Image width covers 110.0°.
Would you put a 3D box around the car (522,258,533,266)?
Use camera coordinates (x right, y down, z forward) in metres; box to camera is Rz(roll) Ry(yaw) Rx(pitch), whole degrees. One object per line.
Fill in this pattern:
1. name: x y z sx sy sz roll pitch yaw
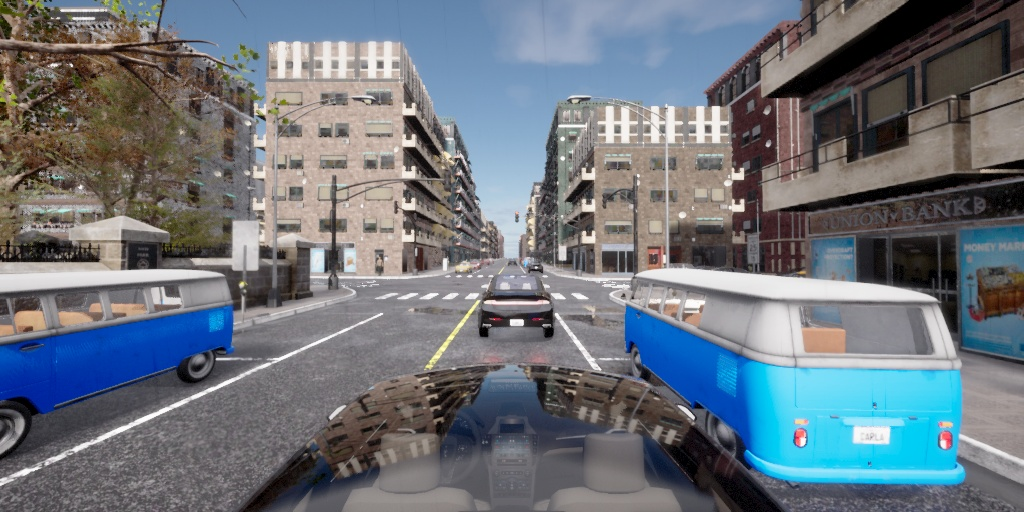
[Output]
1. car: 2.742 1.317 48.098 2.007 1.370 4.403 0 0 0

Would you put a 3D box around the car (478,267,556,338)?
1. car: 0.109 1.244 10.242 2.128 1.511 4.902 0 0 0

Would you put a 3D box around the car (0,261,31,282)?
1. car: -38.275 1.077 25.512 5.357 1.411 2.033 0 -1 1

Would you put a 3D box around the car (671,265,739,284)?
1. car: 14.983 1.443 28.018 4.181 1.385 1.994 0 -1 1

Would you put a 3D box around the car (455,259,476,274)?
1. car: -5.644 1.289 42.294 1.751 1.417 4.829 0 0 0

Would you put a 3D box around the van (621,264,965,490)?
1. van: 2.662 1.091 4.509 1.690 1.789 3.998 0 0 0

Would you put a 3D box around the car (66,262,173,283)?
1. car: -27.609 1.134 25.369 5.357 1.411 2.033 0 -1 1

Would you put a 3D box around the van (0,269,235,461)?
1. van: -5.653 1.092 4.520 1.690 1.789 3.998 0 0 0

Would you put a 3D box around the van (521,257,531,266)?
1. van: 2.755 1.112 59.383 1.690 1.789 3.998 0 0 0

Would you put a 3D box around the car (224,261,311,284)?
1. car: -17.109 1.148 25.205 4.892 1.490 1.837 0 -1 2

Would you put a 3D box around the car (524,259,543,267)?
1. car: 2.736 1.330 42.456 1.948 1.339 4.313 0 0 0

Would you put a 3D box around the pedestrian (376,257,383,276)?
1. pedestrian: -12.503 0.967 33.914 0.375 1.860 0.375 0 -1 1

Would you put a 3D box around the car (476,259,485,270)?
1. car: -5.632 1.209 53.750 1.967 1.591 4.097 0 0 0

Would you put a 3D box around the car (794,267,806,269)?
1. car: 25.040 1.413 27.886 5.008 1.535 1.882 0 -1 1
